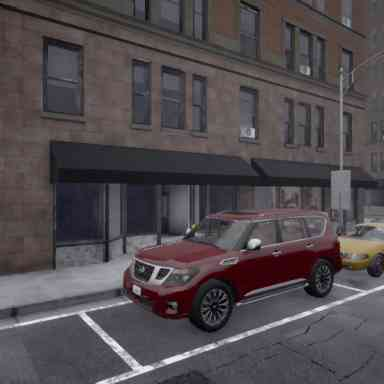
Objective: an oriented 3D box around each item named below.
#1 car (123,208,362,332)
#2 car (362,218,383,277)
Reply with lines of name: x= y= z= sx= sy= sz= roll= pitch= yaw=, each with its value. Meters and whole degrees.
car: x=1.127 y=1.315 z=7.003 sx=5.009 sy=1.841 sz=2.192 roll=0 pitch=0 yaw=-35
car: x=5.612 y=1.525 z=10.200 sx=4.829 sy=1.417 sz=1.752 roll=0 pitch=0 yaw=-35
